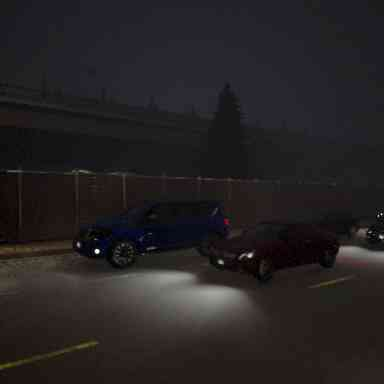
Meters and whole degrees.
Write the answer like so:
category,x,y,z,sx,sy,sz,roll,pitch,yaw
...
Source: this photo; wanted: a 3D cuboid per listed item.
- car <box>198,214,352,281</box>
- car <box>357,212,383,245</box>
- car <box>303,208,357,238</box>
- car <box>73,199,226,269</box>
category,x,y,z,sx,sy,sz,roll,pitch,yaw
car,2.668,1.601,10.167,4.674,1.442,1.812,1,0,-35
car,9.916,1.663,15.321,4.892,1.490,1.837,1,0,-35
car,6.774,1.622,17.386,5.008,1.535,1.882,1,0,-35
car,-1.187,1.274,11.725,5.566,2.045,2.150,1,0,-35
